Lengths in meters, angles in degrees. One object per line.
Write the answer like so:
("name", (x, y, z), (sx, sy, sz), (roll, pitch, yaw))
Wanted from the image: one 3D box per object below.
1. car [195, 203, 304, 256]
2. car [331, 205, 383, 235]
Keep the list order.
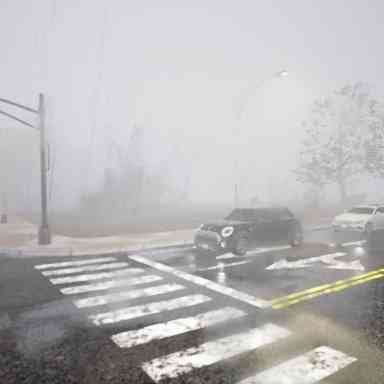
("car", (2.314, 1.347, 13.202), (4.553, 1.767, 2.097), (-1, 0, -35))
("car", (9.627, 1.452, 18.292), (4.674, 1.442, 1.812), (-1, 0, -35))
